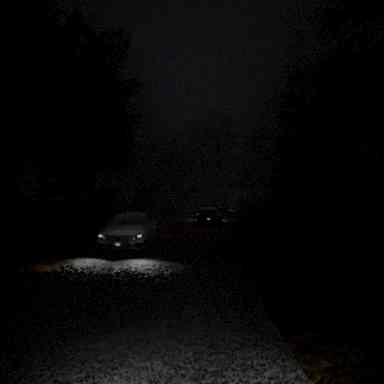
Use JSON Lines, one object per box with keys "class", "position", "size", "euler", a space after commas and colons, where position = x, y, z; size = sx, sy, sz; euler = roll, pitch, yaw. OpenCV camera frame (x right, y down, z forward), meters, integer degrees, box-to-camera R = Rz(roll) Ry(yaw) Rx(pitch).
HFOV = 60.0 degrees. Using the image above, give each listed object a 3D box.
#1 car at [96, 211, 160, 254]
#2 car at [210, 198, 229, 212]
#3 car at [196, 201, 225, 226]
{"class": "car", "position": [-2.437, 1.537, 13.752], "size": [1.812, 1.442, 4.674], "euler": [0, 0, 3]}
{"class": "car", "position": [3.714, 1.844, 42.863], "size": [2.033, 1.411, 5.357], "euler": [0, 0, 10]}
{"class": "car", "position": [1.305, 1.631, 24.381], "size": [1.812, 1.442, 4.674], "euler": [0, -1, 5]}
